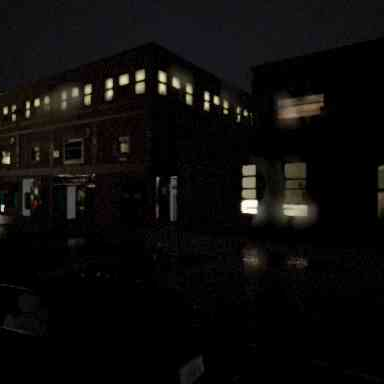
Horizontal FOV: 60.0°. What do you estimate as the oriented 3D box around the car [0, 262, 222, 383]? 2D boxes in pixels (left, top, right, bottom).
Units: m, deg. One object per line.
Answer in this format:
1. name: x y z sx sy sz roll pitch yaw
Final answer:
1. car: -1.691 1.571 4.057 4.313 1.339 1.947 0 1 35
